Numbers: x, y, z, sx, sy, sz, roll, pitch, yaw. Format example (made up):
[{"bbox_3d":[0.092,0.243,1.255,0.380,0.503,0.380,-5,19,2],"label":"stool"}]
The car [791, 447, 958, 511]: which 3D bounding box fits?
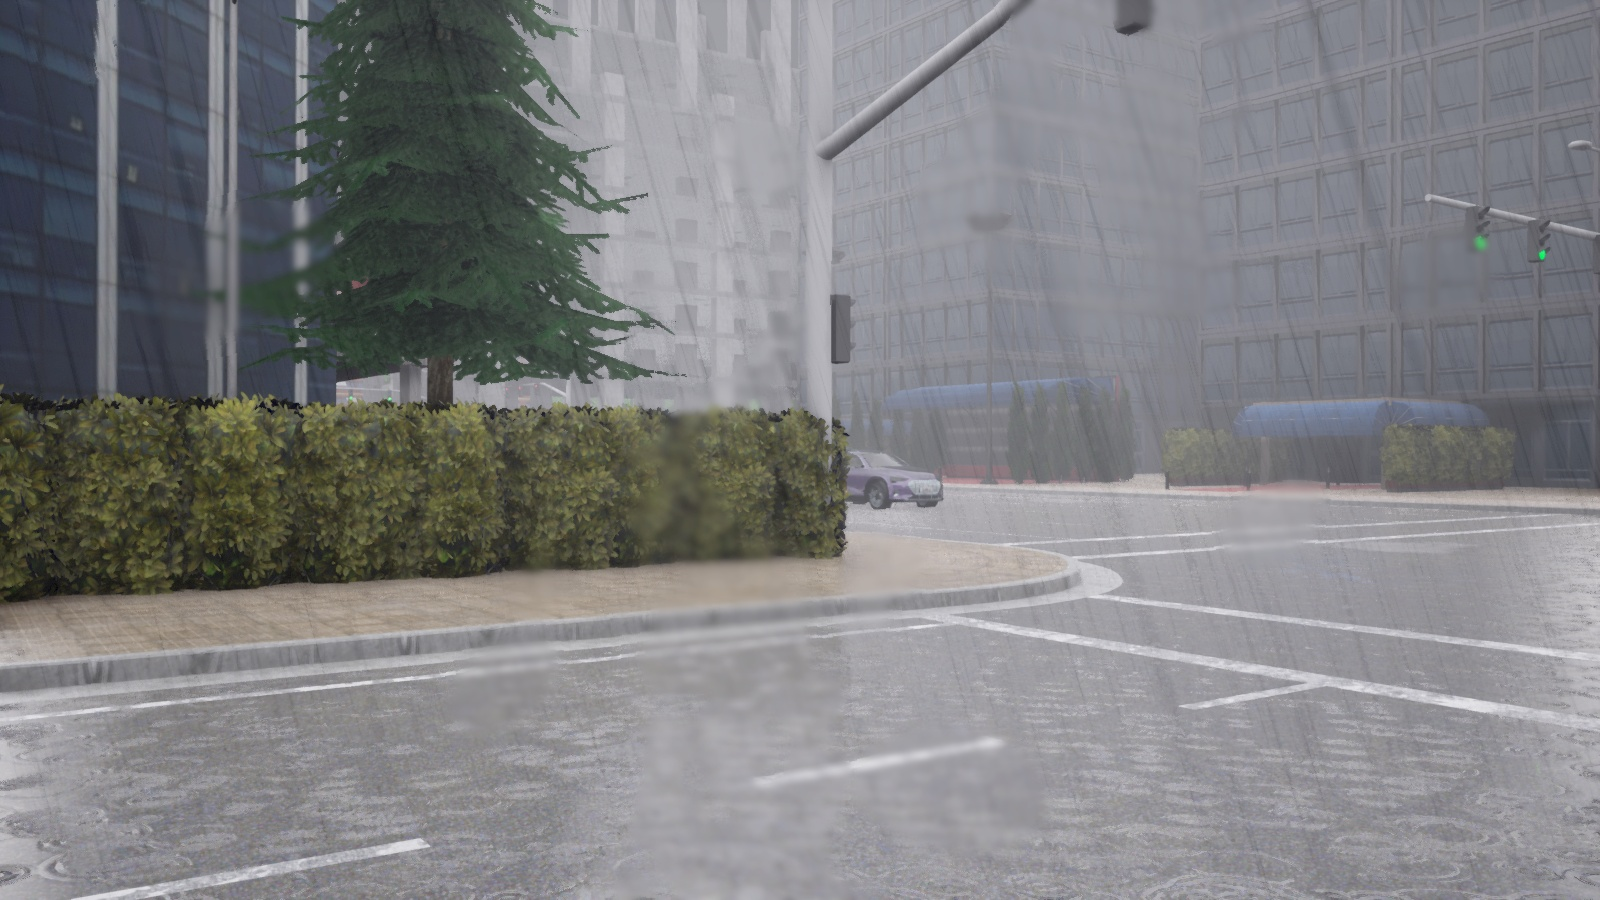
[{"bbox_3d":[1.965,0.756,34.841,2.033,1.649,4.856,0,0,-35],"label":"car"}]
